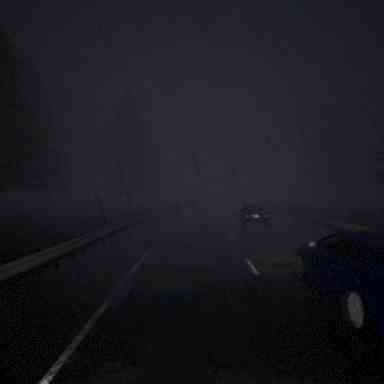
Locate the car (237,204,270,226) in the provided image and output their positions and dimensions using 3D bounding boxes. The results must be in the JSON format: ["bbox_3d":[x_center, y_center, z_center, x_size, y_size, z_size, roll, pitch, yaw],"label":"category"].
[{"bbox_3d":[4.296,1.590,23.604,2.033,1.411,5.357,0,0,4],"label":"car"}]

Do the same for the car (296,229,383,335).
[{"bbox_3d":[3.599,1.490,6.749,1.882,1.535,5.008,0,0,1],"label":"car"}]
